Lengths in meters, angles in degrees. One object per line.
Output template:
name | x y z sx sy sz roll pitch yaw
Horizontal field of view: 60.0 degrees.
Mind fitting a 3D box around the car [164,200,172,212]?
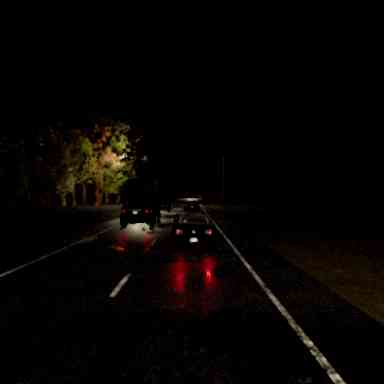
car | -3.488 1.757 41.520 2.033 1.411 5.357 0 0 0

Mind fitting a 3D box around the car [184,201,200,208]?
car | 0.011 1.768 42.379 1.994 1.385 4.181 0 0 0

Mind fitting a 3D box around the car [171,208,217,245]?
car | 0.072 1.680 15.821 1.895 1.301 4.718 0 0 0

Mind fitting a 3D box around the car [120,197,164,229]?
car | -3.445 1.345 22.920 2.150 2.045 5.566 0 0 0
